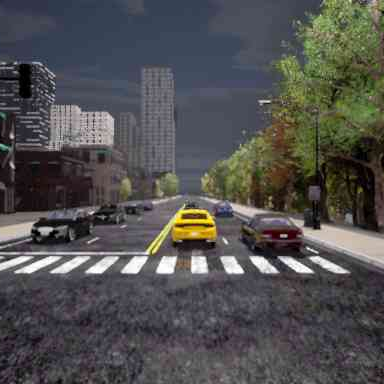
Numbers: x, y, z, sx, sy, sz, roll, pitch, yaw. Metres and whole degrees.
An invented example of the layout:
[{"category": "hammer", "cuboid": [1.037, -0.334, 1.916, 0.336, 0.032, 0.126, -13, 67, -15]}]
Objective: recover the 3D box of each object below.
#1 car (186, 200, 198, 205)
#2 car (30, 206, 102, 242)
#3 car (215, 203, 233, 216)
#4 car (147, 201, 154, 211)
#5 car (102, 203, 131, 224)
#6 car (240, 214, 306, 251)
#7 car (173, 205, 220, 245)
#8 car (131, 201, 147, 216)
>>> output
[{"category": "car", "cuboid": [-0.015, 1.899, 48.455, 2.128, 1.511, 4.902, 0, 0, 0]}, {"category": "car", "cuboid": [-6.612, 1.640, 17.449, 2.128, 1.511, 4.902, 0, 0, 1]}, {"category": "car", "cuboid": [3.341, 1.852, 36.140, 2.033, 1.411, 5.357, 0, 0, 0]}, {"category": "car", "cuboid": [-6.512, 1.944, 47.082, 2.033, 1.411, 5.357, 0, 0, 0]}, {"category": "car", "cuboid": [-6.577, 1.733, 26.923, 1.837, 1.490, 4.892, 0, 0, 0]}, {"category": "car", "cuboid": [3.345, 1.672, 14.654, 2.033, 1.411, 5.357, 0, 0, 0]}, {"category": "car", "cuboid": [0.096, 1.616, 16.257, 1.882, 1.535, 5.008, 0, 0, 0]}, {"category": "car", "cuboid": [-6.511, 1.873, 36.659, 1.994, 1.385, 4.181, 0, 0, 0]}]
